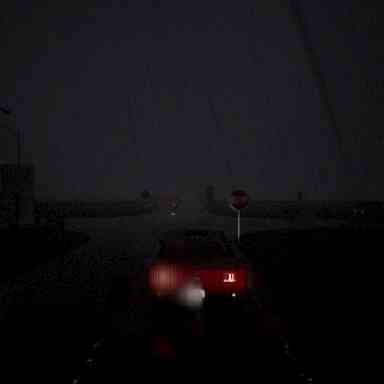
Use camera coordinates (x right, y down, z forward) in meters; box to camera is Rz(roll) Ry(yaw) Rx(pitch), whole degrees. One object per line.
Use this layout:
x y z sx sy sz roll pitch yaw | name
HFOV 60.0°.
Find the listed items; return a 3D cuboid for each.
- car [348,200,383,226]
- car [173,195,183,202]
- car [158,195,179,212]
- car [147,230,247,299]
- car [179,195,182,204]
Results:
13.345 1.384 22.891 4.553 1.767 2.097 0 0 0 | car
-2.808 1.326 69.825 1.882 1.535 5.008 0 0 0 | car
-2.844 1.432 39.121 1.882 1.535 5.008 0 0 -1 | car
0.093 1.598 8.372 1.895 1.301 4.718 0 0 0 | car
-2.873 1.404 49.340 1.882 1.535 5.008 0 0 0 | car
